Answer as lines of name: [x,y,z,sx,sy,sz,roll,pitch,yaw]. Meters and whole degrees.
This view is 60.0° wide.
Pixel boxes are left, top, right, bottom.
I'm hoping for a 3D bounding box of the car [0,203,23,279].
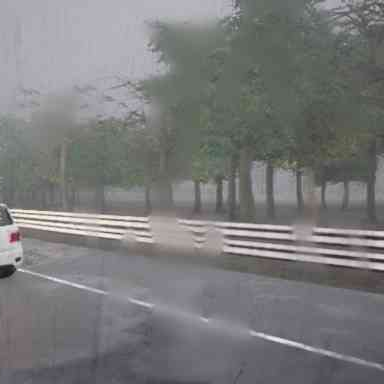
car: [-6.778,1.260,9.036,5.566,2.045,2.150,0,0,37]
